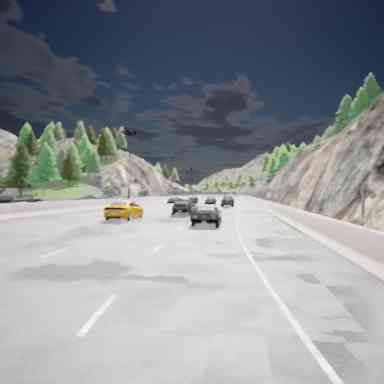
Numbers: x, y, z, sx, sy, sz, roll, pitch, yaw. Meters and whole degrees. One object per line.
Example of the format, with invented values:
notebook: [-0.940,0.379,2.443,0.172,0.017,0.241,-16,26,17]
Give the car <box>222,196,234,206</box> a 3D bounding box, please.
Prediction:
car: [6.268,1.490,57.914,2.097,1.767,4.553,1,0,8]

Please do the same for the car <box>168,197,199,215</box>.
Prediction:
car: [-0.776,1.525,33.199,1.837,1.490,4.892,0,0,8]

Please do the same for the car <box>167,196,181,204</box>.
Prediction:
car: [-3.399,1.578,64.697,1.994,1.385,4.181,1,0,8]

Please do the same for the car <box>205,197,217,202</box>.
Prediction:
car: [3.680,1.674,64.813,1.994,1.385,4.181,1,0,8]

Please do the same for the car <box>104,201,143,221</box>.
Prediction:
car: [-5.323,1.431,26.482,1.882,1.535,5.008,0,0,8]

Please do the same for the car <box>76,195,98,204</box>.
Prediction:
car: [-18.481,1.303,58.739,1.837,1.490,4.892,1,0,8]

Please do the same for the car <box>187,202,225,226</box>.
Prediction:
car: [1.095,1.638,23.458,1.895,1.301,4.718,1,0,8]
